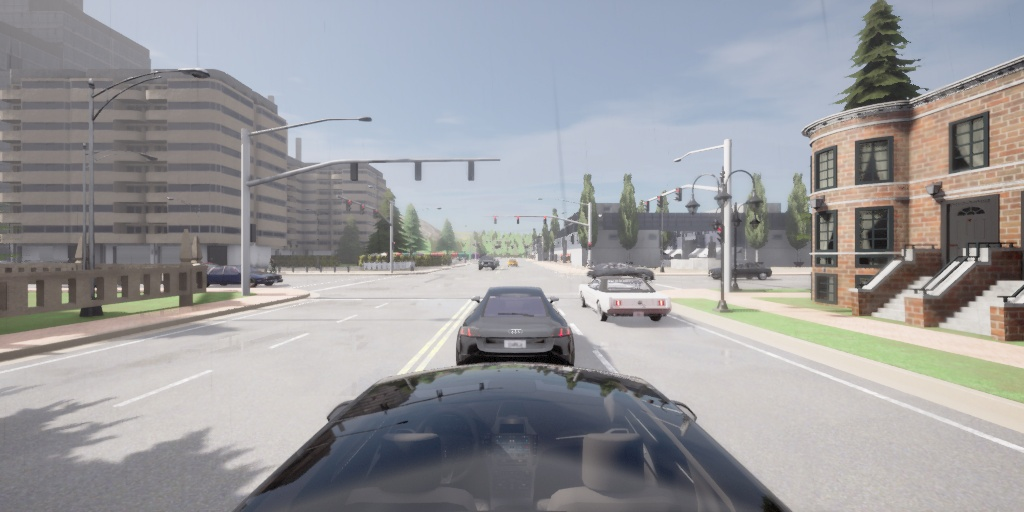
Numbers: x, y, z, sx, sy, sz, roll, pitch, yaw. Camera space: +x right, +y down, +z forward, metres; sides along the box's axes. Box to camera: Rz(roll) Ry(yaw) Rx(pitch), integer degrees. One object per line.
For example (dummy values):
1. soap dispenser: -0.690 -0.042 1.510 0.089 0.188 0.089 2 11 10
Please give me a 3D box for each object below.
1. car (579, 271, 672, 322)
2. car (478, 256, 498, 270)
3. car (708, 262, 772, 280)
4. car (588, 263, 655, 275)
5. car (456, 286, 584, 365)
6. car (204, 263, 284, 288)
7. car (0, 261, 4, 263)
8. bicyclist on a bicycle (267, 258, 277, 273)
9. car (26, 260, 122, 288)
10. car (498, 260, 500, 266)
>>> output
1. car: 3.583 1.351 12.335 1.895 1.301 4.718 0 0 0
2. car: -3.583 0.971 51.958 2.150 2.045 5.566 0 0 1
3. car: 19.090 1.255 30.122 4.892 1.490 1.837 0 0 -1
4. car: 7.933 1.241 26.317 4.902 1.511 2.128 0 0 0
5. car: 0.064 1.314 7.486 1.994 1.385 4.181 0 0 0
6. car: -17.965 1.297 23.249 5.357 1.411 2.033 0 0 0
7. car: -49.370 1.255 33.919 4.892 1.490 1.837 0 0 1
8. bicyclist on a bicycle: -25.245 1.052 37.737 0.582 1.620 1.656 0 0 0
9. car: -27.785 1.228 23.256 5.008 1.535 1.882 0 0 0
10. car: -3.560 1.314 61.930 1.994 1.385 4.181 0 0 0
